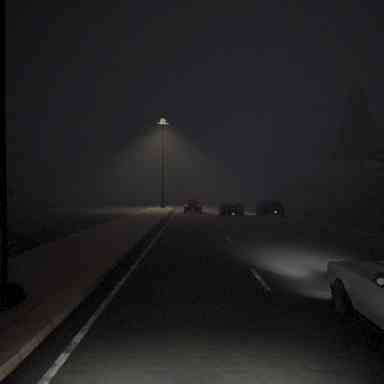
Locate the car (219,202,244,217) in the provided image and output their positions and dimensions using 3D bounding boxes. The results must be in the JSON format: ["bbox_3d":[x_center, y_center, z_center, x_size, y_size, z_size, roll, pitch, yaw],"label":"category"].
[{"bbox_3d":[3.602,1.600,31.070,1.895,1.301,4.718,0,0,0],"label":"car"}]

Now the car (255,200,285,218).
[{"bbox_3d":[7.102,1.500,30.604,1.837,1.490,4.892,0,-1,0],"label":"car"}]

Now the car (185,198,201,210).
[{"bbox_3d":[0.103,1.563,44.603,1.994,1.385,4.181,0,0,0],"label":"car"}]

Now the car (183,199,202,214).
[{"bbox_3d":[0.097,1.525,35.848,1.812,1.442,4.674,0,0,0],"label":"car"}]

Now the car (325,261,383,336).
[{"bbox_3d":[3.599,1.600,4.589,1.895,1.301,4.718,0,0,0],"label":"car"}]
